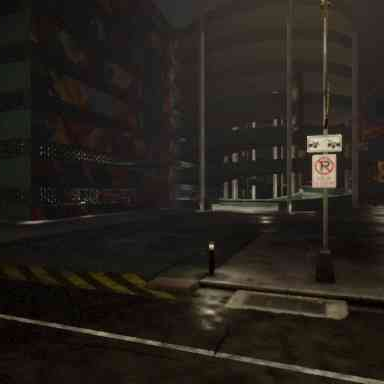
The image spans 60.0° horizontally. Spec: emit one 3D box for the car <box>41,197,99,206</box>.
[{"bbox_3d":[-11.903,1.320,32.363,4.674,1.452,2.002,0,0,20],"label":"car"}]

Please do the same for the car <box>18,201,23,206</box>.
[{"bbox_3d":[-20.326,1.463,43.492,4.718,1.301,1.895,0,0,20],"label":"car"}]

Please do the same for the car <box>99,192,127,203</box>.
[{"bbox_3d":[-14.639,1.028,61.114,5.566,2.045,2.435,0,0,20],"label":"car"}]
